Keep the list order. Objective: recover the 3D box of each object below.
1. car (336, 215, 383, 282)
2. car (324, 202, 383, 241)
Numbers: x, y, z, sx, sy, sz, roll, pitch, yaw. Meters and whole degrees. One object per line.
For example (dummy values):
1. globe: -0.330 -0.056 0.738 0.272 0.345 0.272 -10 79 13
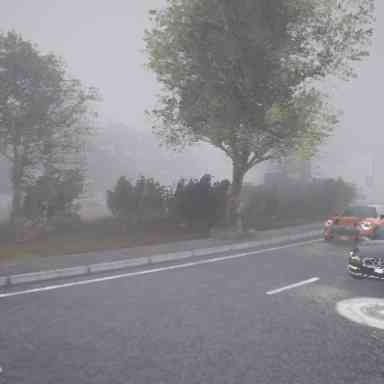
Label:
1. car: 6.035 1.524 9.081 4.892 1.490 1.837 0 0 -41
2. car: 8.035 1.385 15.665 4.553 1.767 2.097 0 0 -44
